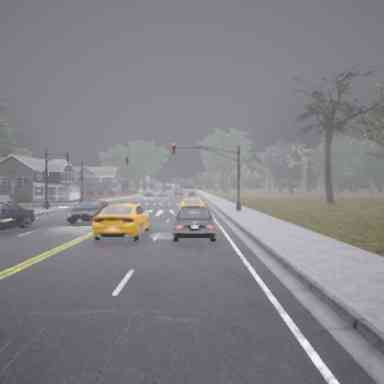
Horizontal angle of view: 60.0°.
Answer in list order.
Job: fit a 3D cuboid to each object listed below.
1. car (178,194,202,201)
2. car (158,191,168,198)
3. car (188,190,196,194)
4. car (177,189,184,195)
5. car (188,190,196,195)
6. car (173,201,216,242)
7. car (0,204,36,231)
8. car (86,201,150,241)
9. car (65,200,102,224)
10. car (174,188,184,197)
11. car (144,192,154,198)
[{"bbox_3d":[0.036,1.152,25.057,1.882,1.535,5.008,0,1,1],"label":"car"},{"bbox_3d":[-6.497,0.495,75.333,1.837,1.490,4.892,0,1,0],"label":"car"},{"bbox_3d":[0.004,0.392,82.185,1.837,1.490,4.892,0,1,0],"label":"car"},{"bbox_3d":[-3.246,0.085,92.603,1.882,1.535,5.008,0,1,0],"label":"car"},{"bbox_3d":[0.004,0.159,92.604,1.994,1.385,4.181,0,1,0],"label":"car"},{"bbox_3d":[0.103,1.348,15.231,2.033,1.411,5.357,0,1,0],"label":"car"},{"bbox_3d":[-9.837,1.331,16.718,2.033,1.411,5.357,0,1,0],"label":"car"},{"bbox_3d":[-3.147,1.274,15.592,1.882,1.535,5.008,0,1,0],"label":"car"},{"bbox_3d":[-6.561,1.260,22.118,2.033,1.411,5.357,0,1,0],"label":"car"},{"bbox_3d":[-3.246,0.117,82.212,2.150,2.045,5.566,0,1,0],"label":"car"},{"bbox_3d":[-9.747,0.591,75.305,1.895,1.301,4.718,0,1,0],"label":"car"}]
